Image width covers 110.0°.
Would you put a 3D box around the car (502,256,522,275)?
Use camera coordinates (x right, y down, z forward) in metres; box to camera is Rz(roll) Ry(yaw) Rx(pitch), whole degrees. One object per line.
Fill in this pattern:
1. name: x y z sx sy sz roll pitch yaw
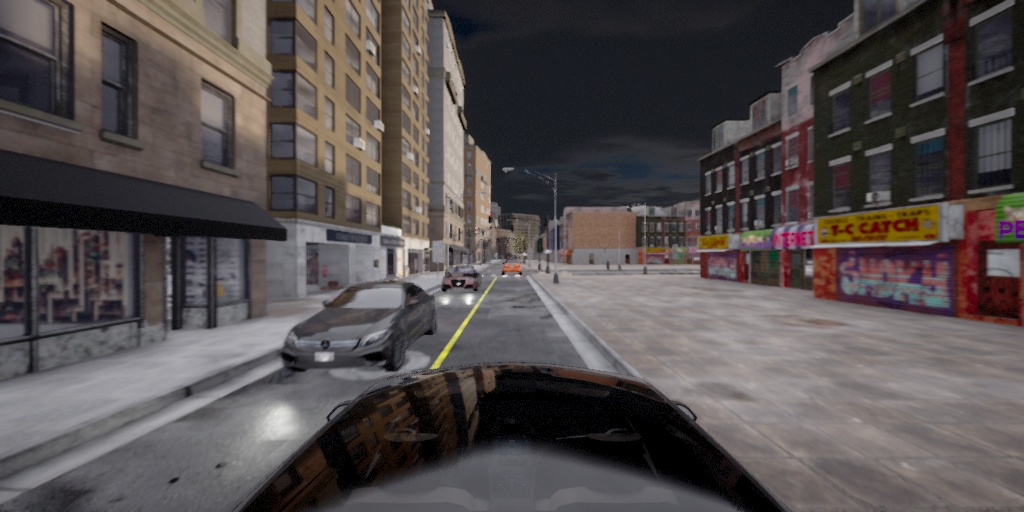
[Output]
1. car: 0.005 1.085 39.301 2.097 1.767 4.553 0 0 0

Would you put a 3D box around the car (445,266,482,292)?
1. car: -2.868 1.307 21.274 1.994 1.385 4.181 0 0 1

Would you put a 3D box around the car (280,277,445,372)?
1. car: -2.858 1.276 7.792 1.812 1.442 4.674 0 0 0
